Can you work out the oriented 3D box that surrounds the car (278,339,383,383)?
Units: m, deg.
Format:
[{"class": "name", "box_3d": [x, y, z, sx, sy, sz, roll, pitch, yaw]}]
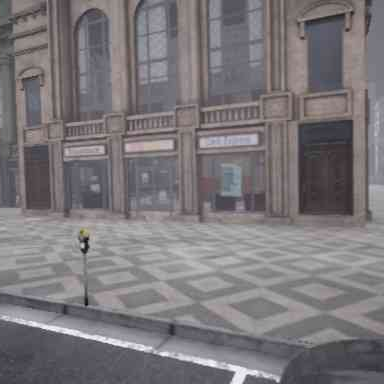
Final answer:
[{"class": "car", "box_3d": [2.580, 1.417, 1.587, 4.403, 1.369, 2.008, 0, 2, 24]}]
